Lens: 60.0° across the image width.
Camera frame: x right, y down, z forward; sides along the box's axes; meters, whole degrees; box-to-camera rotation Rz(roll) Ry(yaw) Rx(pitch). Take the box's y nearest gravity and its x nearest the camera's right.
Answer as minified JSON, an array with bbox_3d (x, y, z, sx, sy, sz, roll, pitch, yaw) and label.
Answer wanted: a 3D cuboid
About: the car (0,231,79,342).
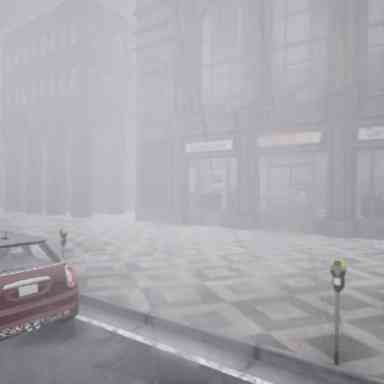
[{"bbox_3d":[-3.894,1.403,5.849,4.097,1.590,1.967,0,1,35],"label":"car"}]
